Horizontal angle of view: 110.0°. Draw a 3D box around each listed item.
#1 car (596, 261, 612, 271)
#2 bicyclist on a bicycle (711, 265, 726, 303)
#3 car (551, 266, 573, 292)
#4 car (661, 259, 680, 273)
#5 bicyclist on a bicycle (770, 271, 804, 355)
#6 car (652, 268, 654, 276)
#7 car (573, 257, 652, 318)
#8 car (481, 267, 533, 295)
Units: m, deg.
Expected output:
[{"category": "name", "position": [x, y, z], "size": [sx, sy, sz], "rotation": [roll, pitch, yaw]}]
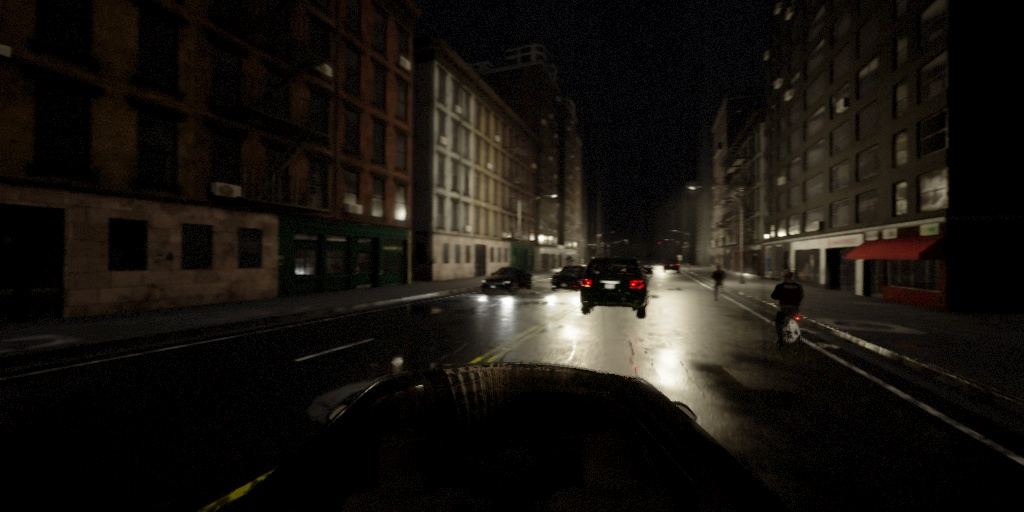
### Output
[{"category": "car", "position": [15.111, 1.657, 58.755], "size": [1.882, 1.535, 5.008], "rotation": [0, 0, 23]}, {"category": "bicyclist on a bicycle", "position": [9.678, 1.289, 16.841], "size": [0.659, 1.776, 1.843], "rotation": [0, 0, 22]}, {"category": "car", "position": [3.866, 1.375, 22.452], "size": [1.882, 1.535, 5.008], "rotation": [0, 0, 22]}, {"category": "car", "position": [23.159, 1.436, 52.271], "size": [2.150, 2.045, 5.566], "rotation": [0, 0, 22]}, {"category": "bicyclist on a bicycle", "position": [6.126, 1.209, 8.062], "size": [0.659, 1.776, 1.843], "rotation": [0, 0, 22]}, {"category": "car", "position": [15.478, 1.647, 41.958], "size": [2.033, 1.411, 5.357], "rotation": [0, 0, 22]}, {"category": "car", "position": [4.104, 1.074, 13.844], "size": [2.150, 2.045, 5.566], "rotation": [0, 0, 22]}, {"category": "car", "position": [-0.140, 1.382, 21.217], "size": [1.812, 1.442, 4.674], "rotation": [0, 0, 22]}]
